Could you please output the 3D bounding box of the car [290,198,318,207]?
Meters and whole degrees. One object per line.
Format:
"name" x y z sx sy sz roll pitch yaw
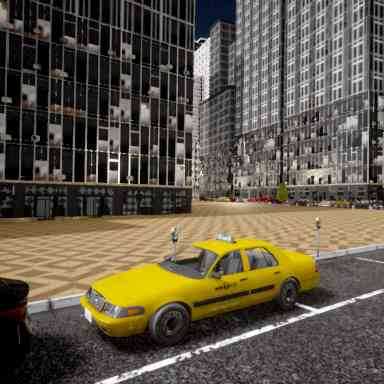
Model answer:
"car" 18.391 1.716 53.568 2.008 1.369 4.403 1 -1 -22

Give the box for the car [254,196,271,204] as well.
"car" 17.247 1.754 77.282 2.192 1.841 5.009 1 -1 -22

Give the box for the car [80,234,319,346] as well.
"car" 0.435 1.528 6.341 4.829 1.417 1.752 0 1 -35

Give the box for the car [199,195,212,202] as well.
"car" 3.632 1.698 89.824 2.192 1.841 5.009 1 -1 -22

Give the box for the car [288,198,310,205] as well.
"car" 21.463 1.927 66.916 2.008 1.369 4.403 1 -1 -22

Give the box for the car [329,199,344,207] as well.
"car" 25.619 1.840 56.711 1.752 1.417 4.829 1 -1 -22

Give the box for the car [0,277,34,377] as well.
"car" -3.928 1.565 3.283 4.313 1.339 1.947 0 1 -36

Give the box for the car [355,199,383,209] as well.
"car" 27.793 1.833 51.372 2.008 1.369 4.403 1 -1 -22

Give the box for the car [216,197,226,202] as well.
"car" 7.911 1.845 79.306 1.752 1.417 4.829 1 -1 -22

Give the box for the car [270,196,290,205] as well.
"car" 16.284 1.636 58.749 1.967 1.590 4.097 1 -1 -22

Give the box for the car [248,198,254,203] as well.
"car" 15.133 2.052 82.460 1.802 1.307 4.206 1 -1 -22

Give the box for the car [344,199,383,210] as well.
"car" 22.609 1.653 43.210 2.008 1.369 4.403 1 -1 -22

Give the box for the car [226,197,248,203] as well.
"car" 9.957 1.730 74.286 1.967 1.590 4.097 1 -1 -22
